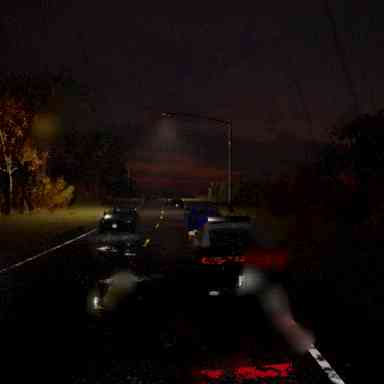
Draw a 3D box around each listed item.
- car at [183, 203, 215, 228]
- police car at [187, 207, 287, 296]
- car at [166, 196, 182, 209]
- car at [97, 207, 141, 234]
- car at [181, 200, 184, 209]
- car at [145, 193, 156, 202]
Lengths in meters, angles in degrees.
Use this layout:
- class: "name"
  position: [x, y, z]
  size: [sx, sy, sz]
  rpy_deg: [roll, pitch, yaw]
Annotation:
- class: "car"
  position: [0.645, 1.472, 18.725]
  size: [1.882, 1.535, 5.008]
  rpy_deg: [0, 0, -2]
- class: "police car"
  position: [0.949, 1.423, 8.784]
  size: [1.930, 1.638, 5.238]
  rpy_deg: [0, 0, -1]
- class: "car"
  position: [-2.191, 1.482, 45.630]
  size: [1.837, 1.490, 4.892]
  rpy_deg: [0, 0, -5]
- class: "car"
  position: [-4.060, 1.558, 19.115]
  size: [1.994, 1.385, 4.181]
  rpy_deg: [0, 0, -3]
- class: "car"
  position: [0.363, 1.513, 24.752]
  size: [1.812, 1.442, 4.674]
  rpy_deg: [0, 0, -3]
- class: "car"
  position: [-9.029, 1.172, 72.409]
  size: [2.150, 2.045, 5.566]
  rpy_deg: [0, 0, -8]
